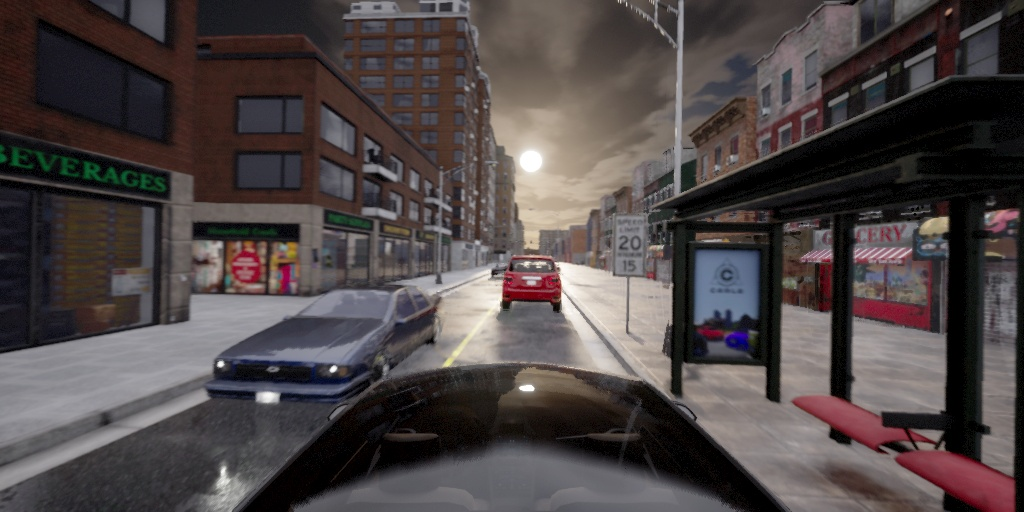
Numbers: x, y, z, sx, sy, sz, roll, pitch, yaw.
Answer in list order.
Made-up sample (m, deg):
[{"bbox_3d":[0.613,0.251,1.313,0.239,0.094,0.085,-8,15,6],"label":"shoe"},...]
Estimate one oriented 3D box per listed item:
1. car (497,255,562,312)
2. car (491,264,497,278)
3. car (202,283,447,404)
[{"bbox_3d":[0.825,1.000,14.753,2.150,2.045,5.566,1,0,4],"label":"car"},{"bbox_3d":[-0.891,1.360,34.067,1.895,1.301,4.718,1,0,4],"label":"car"},{"bbox_3d":[-2.638,1.248,6.781,2.033,1.411,5.357,1,0,4],"label":"car"}]
